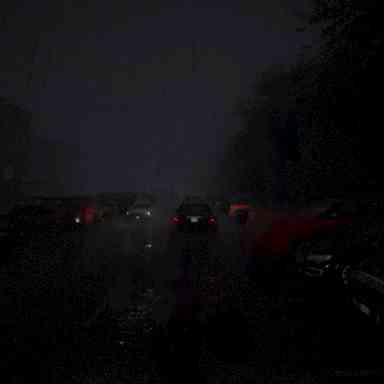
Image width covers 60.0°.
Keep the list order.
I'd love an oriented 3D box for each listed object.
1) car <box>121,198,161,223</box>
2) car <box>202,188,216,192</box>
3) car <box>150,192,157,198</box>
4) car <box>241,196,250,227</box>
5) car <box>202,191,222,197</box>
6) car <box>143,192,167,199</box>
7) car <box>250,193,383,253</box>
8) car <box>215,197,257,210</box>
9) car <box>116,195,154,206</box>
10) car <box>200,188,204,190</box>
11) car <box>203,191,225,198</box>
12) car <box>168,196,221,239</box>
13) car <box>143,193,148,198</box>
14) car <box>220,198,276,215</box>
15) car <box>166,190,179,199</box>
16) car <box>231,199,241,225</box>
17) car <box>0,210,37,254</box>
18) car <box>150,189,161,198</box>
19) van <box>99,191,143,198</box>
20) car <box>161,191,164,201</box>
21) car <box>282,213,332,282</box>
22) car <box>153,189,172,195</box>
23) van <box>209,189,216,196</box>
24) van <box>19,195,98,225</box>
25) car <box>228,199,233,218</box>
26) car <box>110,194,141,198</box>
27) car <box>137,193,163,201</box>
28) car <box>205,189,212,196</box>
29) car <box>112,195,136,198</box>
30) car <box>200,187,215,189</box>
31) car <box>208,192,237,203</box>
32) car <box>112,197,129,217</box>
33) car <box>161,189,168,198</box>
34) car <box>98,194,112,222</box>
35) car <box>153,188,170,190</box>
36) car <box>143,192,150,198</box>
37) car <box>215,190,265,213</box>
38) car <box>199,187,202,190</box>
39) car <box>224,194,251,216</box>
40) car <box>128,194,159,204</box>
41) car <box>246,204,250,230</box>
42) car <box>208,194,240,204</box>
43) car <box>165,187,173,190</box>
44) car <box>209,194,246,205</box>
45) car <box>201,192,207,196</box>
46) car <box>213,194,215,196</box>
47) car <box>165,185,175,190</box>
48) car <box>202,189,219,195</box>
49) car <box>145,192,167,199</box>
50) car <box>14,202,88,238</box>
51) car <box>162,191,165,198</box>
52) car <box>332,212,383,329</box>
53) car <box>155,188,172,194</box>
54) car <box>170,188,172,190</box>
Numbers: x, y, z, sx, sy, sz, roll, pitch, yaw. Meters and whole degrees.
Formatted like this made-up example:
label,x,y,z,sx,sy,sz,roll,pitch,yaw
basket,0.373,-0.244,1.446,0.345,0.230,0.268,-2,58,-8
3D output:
label,x,y,z,sx,sy,sz,roll,pitch,yaw
car,-3.592,1.384,24.292,1.812,1.442,4.674,0,0,0
car,5.084,0.779,61.282,5.566,2.045,2.435,0,1,0
car,-7.843,1.193,44.409,5.366,1.575,1.946,0,0,0
car,5.012,1.261,16.593,4.553,1.767,2.185,0,0,0
car,5.032,0.419,83.591,4.792,1.488,2.163,0,3,0
car,-7.993,0.814,72.262,4.792,1.488,2.163,0,2,0
car,5.015,1.168,11.020,5.566,2.045,2.435,0,0,0
car,5.052,1.277,38.873,4.674,1.452,2.002,0,0,0
car,-8.033,1.175,47.192,5.008,1.535,2.097,0,0,0
car,5.055,0.499,80.800,5.008,1.535,2.097,0,2,0
car,5.054,0.601,78.012,5.008,1.535,2.097,0,2,0
car,0.103,1.257,16.865,2.097,1.767,4.553,0,0,0
car,-8.024,1.239,38.842,4.892,1.521,2.231,0,0,0
car,5.076,1.326,30.520,4.792,1.488,2.163,0,0,0
car,-3.508,0.965,64.715,1.882,1.535,5.008,0,1,1
car,5.040,1.369,19.378,5.008,1.535,2.097,0,0,0
car,-8.034,1.460,11.009,4.674,1.452,2.002,0,0,0
car,-7.999,0.903,49.973,5.566,2.045,2.435,0,0,0
van,-7.914,1.032,36.057,4.442,1.987,1.878,0,0,0
car,-8.030,1.075,58.331,5.008,1.535,2.097,0,1,0
car,5.049,1.437,8.238,4.892,1.521,2.231,0,0,0
car,-8.022,-0.001,91.765,5.008,1.535,2.097,0,3,0
van,4.935,0.970,44.440,4.442,1.987,1.878,0,0,0
van,-8.152,1.144,19.420,4.442,1.987,1.878,0,0,0
car,5.048,1.392,22.163,4.674,1.452,2.002,0,0,0
car,-8.026,1.277,33.275,5.008,1.535,2.097,0,0,0
car,-8.021,1.024,63.909,4.674,1.452,2.002,0,1,0
car,5.024,0.923,47.225,5.566,2.045,2.435,0,0,0
car,-8.037,1.297,30.492,5.008,1.535,2.097,0,0,0
car,5.247,0.269,86.242,5.366,1.575,1.946,0,3,0
car,5.085,0.981,55.704,4.553,1.767,2.185,0,1,0
car,-8.030,1.356,27.709,4.674,1.452,2.002,0,0,0
car,-7.991,0.735,69.472,4.553,1.767,2.185,0,1,0
car,-8.065,1.227,22.141,4.553,1.767,2.185,0,0,0
car,-8.052,0.483,77.830,4.553,1.767,2.185,0,2,0
car,-8.061,1.091,41.750,4.553,1.767,2.185,0,0,0
car,5.019,1.064,27.730,5.566,2.045,2.435,0,0,0
car,5.248,0.135,89.035,5.366,1.575,1.946,0,3,0
car,5.015,1.208,24.947,4.553,1.767,2.185,0,0,0
car,-8.055,1.138,55.544,4.792,1.488,2.163,0,1,0
car,5.048,1.403,13.809,5.008,1.535,2.097,0,0,0
car,5.048,1.132,52.920,5.008,1.535,2.097,0,1,0
car,-8.025,0.276,86.189,4.892,1.521,2.231,0,3,0
car,5.238,1.151,50.012,5.366,1.575,1.946,0,0,0
car,0.107,1.155,32.438,2.097,1.767,4.553,0,0,0
car,5.055,1.257,36.087,5.008,1.535,2.097,0,0,0
car,-7.989,-0.109,88.963,5.566,2.045,2.435,0,3,0
car,5.092,0.025,91.825,4.792,1.488,2.163,0,3,0
car,-8.050,0.730,75.049,4.792,1.488,2.163,0,2,0
car,-8.065,1.417,16.575,4.792,1.488,2.163,0,0,0
car,-8.031,1.033,61.120,5.008,1.535,2.097,0,1,0
car,5.073,1.325,5.452,4.553,1.767,2.185,0,0,0
car,-7.985,-0.277,94.533,4.553,1.767,2.185,0,3,0
car,-8.048,0.427,83.413,4.792,1.488,2.163,0,2,0
